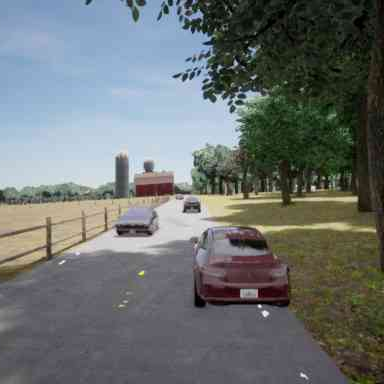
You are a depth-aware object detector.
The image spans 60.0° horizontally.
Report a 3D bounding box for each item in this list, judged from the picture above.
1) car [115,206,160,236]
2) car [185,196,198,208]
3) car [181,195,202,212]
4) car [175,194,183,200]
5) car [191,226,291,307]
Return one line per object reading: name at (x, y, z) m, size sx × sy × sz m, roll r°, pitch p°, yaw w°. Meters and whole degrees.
car at (-2.885, 1.531, 18.712) m, size 2.033 × 1.411 × 5.357 m, roll 0°, pitch 0°, yaw 0°
car at (-0.040, 1.362, 46.892) m, size 1.812 × 1.442 × 4.674 m, roll 0°, pitch 0°, yaw 0°
car at (0.011, 1.409, 36.837) m, size 1.837 × 1.490 × 4.892 m, roll 0°, pitch 0°, yaw 0°
car at (-2.885, 1.147, 76.358) m, size 1.812 × 1.442 × 4.674 m, roll 0°, pitch 0°, yaw 0°
car at (0.948, 1.525, 7.843) m, size 1.812 × 1.442 × 4.674 m, roll 0°, pitch 0°, yaw 0°
